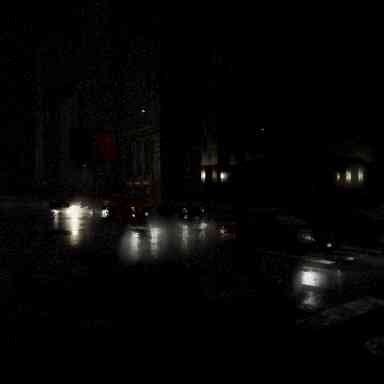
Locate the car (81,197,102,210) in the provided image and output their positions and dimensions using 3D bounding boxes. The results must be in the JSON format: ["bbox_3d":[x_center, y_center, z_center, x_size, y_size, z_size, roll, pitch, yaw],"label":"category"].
[{"bbox_3d":[-12.806,1.460,42.868,1.882,1.535,5.008,0,0,-35],"label":"car"}]

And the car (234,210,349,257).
[{"bbox_3d":[3.535,1.524,13.322,1.812,1.442,4.674,0,0,-29],"label":"car"}]

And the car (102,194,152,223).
[{"bbox_3d":[-4.782,1.210,25.834,2.150,2.045,5.566,0,0,-35],"label":"car"}]

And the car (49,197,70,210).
[{"bbox_3d":[-17.655,1.498,44.148,1.837,1.490,4.892,0,0,-35],"label":"car"}]

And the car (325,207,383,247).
[{"bbox_3d":[7.399,1.468,15.227,1.882,1.535,5.008,0,0,-43],"label":"car"}]

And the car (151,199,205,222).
[{"bbox_3d":[-0.960,1.334,26.087,2.097,1.767,4.553,0,0,-35],"label":"car"}]
